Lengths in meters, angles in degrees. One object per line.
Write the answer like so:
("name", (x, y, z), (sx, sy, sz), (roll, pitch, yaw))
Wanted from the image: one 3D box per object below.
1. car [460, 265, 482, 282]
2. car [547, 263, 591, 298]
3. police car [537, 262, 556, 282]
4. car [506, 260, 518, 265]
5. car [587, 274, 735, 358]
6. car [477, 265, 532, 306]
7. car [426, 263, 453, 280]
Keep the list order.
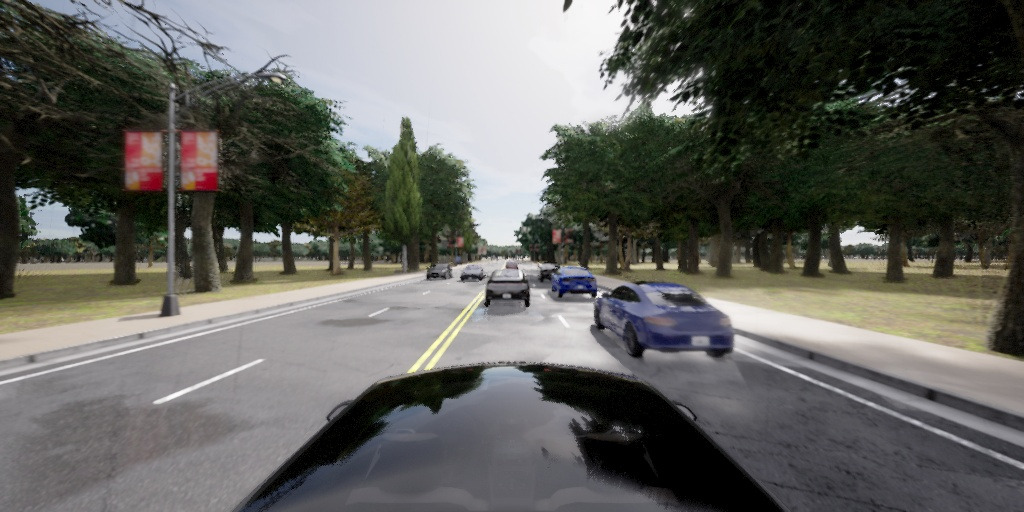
("car", (-3.393, 1.459, 31.730), (2.033, 1.411, 5.357), (0, 0, 0))
("car", (3.235, 1.325, 19.486), (1.882, 1.535, 5.008), (0, 0, 0))
("police car", (3.211, 1.329, 30.600), (1.930, 1.638, 5.238), (0, 0, 0))
("car", (-0.057, 1.590, 57.183), (1.994, 1.385, 4.181), (0, 0, 0))
("car", (3.248, 1.313, 8.480), (1.812, 1.442, 4.674), (0, 0, 0))
("car", (-0.158, 1.323, 16.127), (2.128, 1.511, 4.902), (0, 0, 1))
("car", (-6.644, 1.424, 33.235), (1.837, 1.490, 4.892), (0, 0, 0))
